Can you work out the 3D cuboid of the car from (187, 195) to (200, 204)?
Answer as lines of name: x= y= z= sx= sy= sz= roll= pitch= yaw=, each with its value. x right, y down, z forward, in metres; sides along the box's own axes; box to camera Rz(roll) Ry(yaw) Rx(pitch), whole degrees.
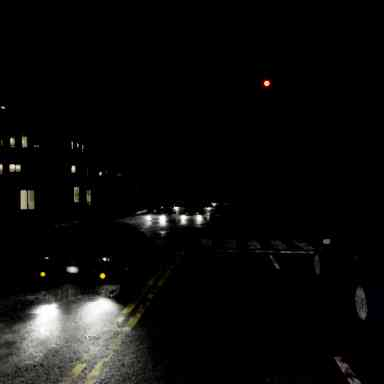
car: x=0.340 y=1.467 z=66.307 sx=2.128 sy=1.511 sz=4.902 roll=0 pitch=0 yaw=7

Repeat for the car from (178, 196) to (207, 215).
car: x=0.138 y=1.468 z=34.307 sx=1.882 sy=1.535 sz=5.008 roll=0 pitch=0 yaw=6

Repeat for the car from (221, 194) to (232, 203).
car: x=7.170 y=1.479 z=68.924 sx=1.837 sy=1.490 sz=4.892 roll=0 pitch=0 yaw=6

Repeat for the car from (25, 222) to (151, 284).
car: x=-2.493 y=1.562 z=9.479 sx=1.994 sy=1.385 sz=4.181 roll=0 pitch=0 yaw=6

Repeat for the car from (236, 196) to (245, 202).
car: x=11.503 y=1.564 z=78.975 sx=1.895 sy=1.301 sz=4.718 roll=0 pitch=0 yaw=6

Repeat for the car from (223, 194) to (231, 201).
car: x=8.268 y=1.279 z=79.284 sx=1.882 sy=1.535 sz=5.008 roll=0 pitch=0 yaw=6

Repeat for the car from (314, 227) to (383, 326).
car: x=3.983 y=1.476 z=6.969 sx=1.882 sy=1.535 sz=5.008 roll=0 pitch=0 yaw=7

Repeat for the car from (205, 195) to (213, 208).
car: x=1.724 y=1.510 z=49.281 sx=1.812 sy=1.442 sz=4.674 roll=0 pitch=0 yaw=6

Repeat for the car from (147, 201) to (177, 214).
car: x=-3.286 y=1.592 z=35.064 sx=1.895 sy=1.301 sz=4.718 roll=0 pitch=0 yaw=10

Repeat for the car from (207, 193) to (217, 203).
car: x=3.913 y=1.198 z=69.057 sx=2.150 sy=2.045 sz=5.566 roll=0 pitch=0 yaw=6

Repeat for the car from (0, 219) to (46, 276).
car: x=-5.673 y=1.562 z=10.325 sx=1.994 sy=1.385 sz=4.181 roll=0 pitch=0 yaw=6

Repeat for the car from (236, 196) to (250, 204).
car: x=9.943 y=1.524 z=63.291 sx=2.033 sy=1.411 sz=5.357 roll=0 pitch=0 yaw=6
